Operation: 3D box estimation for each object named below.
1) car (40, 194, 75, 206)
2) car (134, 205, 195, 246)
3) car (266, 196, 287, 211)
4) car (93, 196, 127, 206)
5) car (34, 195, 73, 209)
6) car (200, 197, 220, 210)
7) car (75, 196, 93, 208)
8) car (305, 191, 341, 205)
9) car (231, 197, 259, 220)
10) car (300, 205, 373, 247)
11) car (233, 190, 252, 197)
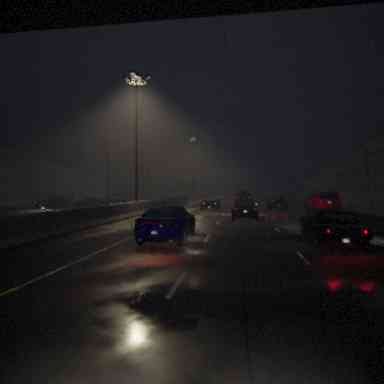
[{"bbox_3d":[-18.077,1.052,44.982,2.033,1.411,5.357,0,1,9],"label":"car"},{"bbox_3d":[-1.036,1.326,14.682,1.882,1.535,5.008,0,1,8],"label":"car"},{"bbox_3d":[9.040,1.152,35.689,2.128,1.511,4.902,0,0,8],"label":"car"},{"bbox_3d":[-8.711,1.212,36.528,1.895,1.301,4.718,0,1,8],"label":"car"},{"bbox_3d":[-15.662,1.113,37.313,1.812,1.442,4.674,0,1,8],"label":"car"},{"bbox_3d":[2.113,1.235,36.702,1.895,1.301,4.718,0,1,8],"label":"car"},{"bbox_3d":[-11.881,1.180,39.047,1.895,1.301,4.718,0,1,8],"label":"car"},{"bbox_3d":[11.797,0.943,30.223,2.150,2.045,5.566,0,0,8],"label":"car"},{"bbox_3d":[4.026,1.317,25.352,1.994,1.385,4.181,0,0,8],"label":"car"},{"bbox_3d":[6.001,1.468,14.448,1.895,1.301,4.718,0,1,8],"label":"car"},{"bbox_3d":[6.423,0.809,42.058,2.150,2.045,5.566,0,0,7],"label":"car"}]
